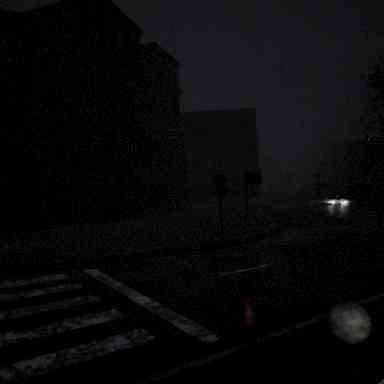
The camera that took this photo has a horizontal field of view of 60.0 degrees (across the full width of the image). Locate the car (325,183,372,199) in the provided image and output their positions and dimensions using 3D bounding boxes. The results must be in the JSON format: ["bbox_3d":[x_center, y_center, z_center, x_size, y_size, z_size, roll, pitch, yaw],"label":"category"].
[{"bbox_3d":[16.174,-0.109,33.660,5.357,1.411,2.033,-5,3,-36],"label":"car"}]

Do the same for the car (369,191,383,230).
[{"bbox_3d":[10.380,0.865,13.897,2.097,1.767,4.553,-5,3,-30],"label":"car"}]

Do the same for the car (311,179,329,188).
[{"bbox_3d":[22.596,-1.524,58.891,1.882,1.535,5.008,-3,1,4],"label":"car"}]
